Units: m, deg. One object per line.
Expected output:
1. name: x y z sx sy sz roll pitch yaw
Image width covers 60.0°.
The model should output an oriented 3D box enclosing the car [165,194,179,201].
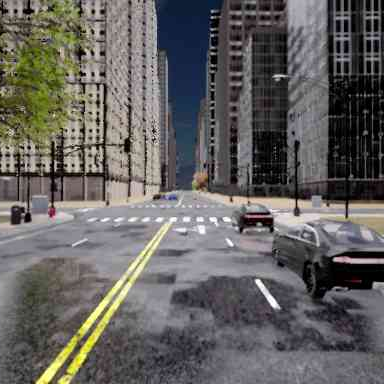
1. car: -4.043 1.128 69.759 1.882 1.535 5.008 0 0 -1

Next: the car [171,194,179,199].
1. car: -4.306 1.149 85.310 1.895 1.301 4.718 0 0 -1

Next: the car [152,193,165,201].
1. car: -7.293 1.149 69.704 1.837 1.490 4.892 0 0 -1

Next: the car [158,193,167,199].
1. car: -7.556 1.078 85.284 2.128 1.511 4.902 0 0 -1

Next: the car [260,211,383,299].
1. car: 3.352 1.452 8.328 2.128 1.511 4.902 0 0 0

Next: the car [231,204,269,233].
1. car: 3.354 1.406 18.986 2.128 1.511 4.902 0 0 0
